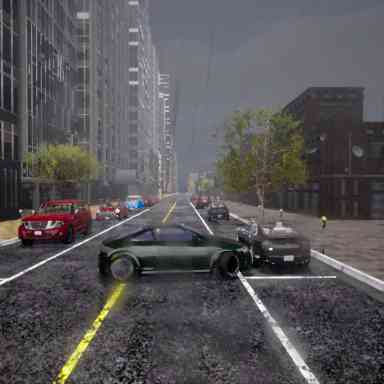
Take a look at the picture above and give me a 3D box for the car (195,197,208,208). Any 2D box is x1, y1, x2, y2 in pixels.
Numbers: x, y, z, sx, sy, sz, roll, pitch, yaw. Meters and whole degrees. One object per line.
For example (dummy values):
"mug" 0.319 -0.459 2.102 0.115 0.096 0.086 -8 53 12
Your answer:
"car" 1.389 1.509 50.042 1.752 1.417 4.829 -1 0 -2

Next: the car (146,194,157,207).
"car" -6.987 1.299 49.660 2.192 1.841 5.009 -1 0 -2

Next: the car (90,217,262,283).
"car" -0.463 1.557 9.271 4.181 1.385 1.994 0 0 -8

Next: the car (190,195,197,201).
"car" 0.369 1.551 88.600 1.802 1.307 4.206 -1 0 -2

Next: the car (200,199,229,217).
"car" 2.010 1.543 27.007 2.008 1.369 4.403 -1 0 -1

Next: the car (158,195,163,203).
"car" -7.423 1.522 66.260 1.887 1.381 4.507 -1 0 -2

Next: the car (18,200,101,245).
"car" -6.192 1.310 15.734 2.192 1.841 5.009 -1 0 -2

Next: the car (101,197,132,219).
"car" -6.393 1.432 26.802 1.967 1.590 4.097 -1 0 -2

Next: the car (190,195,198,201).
"car" 0.515 1.537 83.068 1.947 1.339 4.313 -1 0 -2

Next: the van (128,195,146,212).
"van" -6.694 1.329 38.595 1.690 1.788 3.998 -1 0 -2

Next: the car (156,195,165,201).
"car" -7.858 1.497 82.688 1.752 1.417 4.829 -1 0 -2

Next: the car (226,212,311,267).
"car" 2.548 1.548 11.148 2.008 1.369 4.403 -1 0 -2

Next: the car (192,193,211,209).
"car" 1.536 1.301 44.340 2.192 1.841 5.009 -1 0 -2

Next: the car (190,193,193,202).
"car" 0.804 1.291 72.003 2.192 1.841 5.009 -1 0 -2
